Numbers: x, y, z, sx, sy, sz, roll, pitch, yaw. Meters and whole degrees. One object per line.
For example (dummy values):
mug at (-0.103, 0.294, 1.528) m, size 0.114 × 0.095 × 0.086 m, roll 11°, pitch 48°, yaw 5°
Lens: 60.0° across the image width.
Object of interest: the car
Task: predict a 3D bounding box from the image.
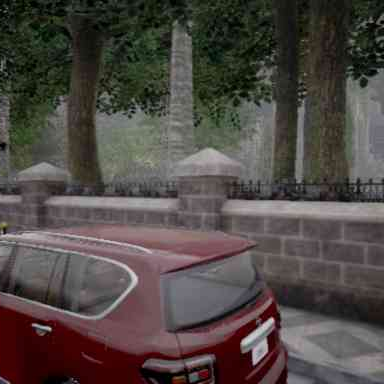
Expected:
car at (-1.418, 1.303, 3.971) m, size 5.009 × 1.841 × 2.192 m, roll 0°, pitch 0°, yaw 35°
